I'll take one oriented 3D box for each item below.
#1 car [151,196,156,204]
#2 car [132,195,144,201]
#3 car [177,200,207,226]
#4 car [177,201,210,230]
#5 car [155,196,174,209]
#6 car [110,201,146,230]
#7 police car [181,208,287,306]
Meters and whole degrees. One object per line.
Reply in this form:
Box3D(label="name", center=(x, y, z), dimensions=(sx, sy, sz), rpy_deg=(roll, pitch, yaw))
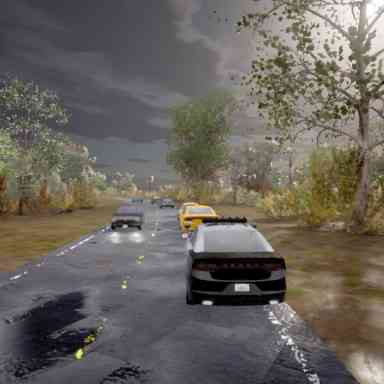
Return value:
Box3D(label="car", center=(-6.803, 1.519, 63.511), dimensions=(1.812, 1.442, 4.674), rpy_deg=(0, 0, -12))
Box3D(label="car", center=(-11.069, 1.346, 68.072), dimensions=(2.097, 1.767, 4.553), rpy_deg=(0, 0, -13))
Box3D(label="car", center=(-0.135, 1.453, 24.431), dimensions=(1.801, 1.575, 5.366), rpy_deg=(0, 0, -5))
Box3D(label="car", center=(0.317, 1.477, 18.210), dimensions=(1.882, 1.535, 5.008), rpy_deg=(0, 0, -4))
Box3D(label="car", center=(-3.567, 1.543, 46.150), dimensions=(2.033, 1.411, 5.357), rpy_deg=(0, 0, -9))
Box3D(label="car", center=(-3.937, 1.546, 21.308), dimensions=(2.033, 1.411, 5.357), rpy_deg=(0, 0, -4))
Box3D(label="police car", center=(0.776, 1.425, 8.251), dimensions=(1.930, 1.638, 5.238), rpy_deg=(0, 0, -2))
